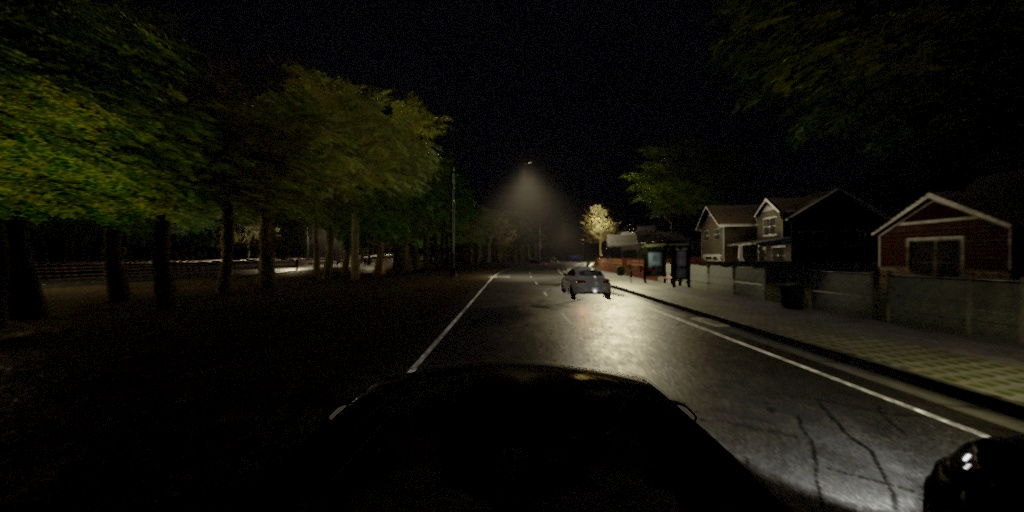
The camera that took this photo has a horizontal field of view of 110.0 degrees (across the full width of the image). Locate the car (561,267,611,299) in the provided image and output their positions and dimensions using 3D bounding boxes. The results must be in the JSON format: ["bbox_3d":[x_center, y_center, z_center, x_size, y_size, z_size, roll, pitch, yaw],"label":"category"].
[{"bbox_3d":[3.595,1.262,17.825,1.812,1.442,4.674,0,0,0],"label":"car"}]

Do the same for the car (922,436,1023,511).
[{"bbox_3d":[3.600,1.313,0.488,1.994,1.385,4.181,0,0,0],"label":"car"}]
